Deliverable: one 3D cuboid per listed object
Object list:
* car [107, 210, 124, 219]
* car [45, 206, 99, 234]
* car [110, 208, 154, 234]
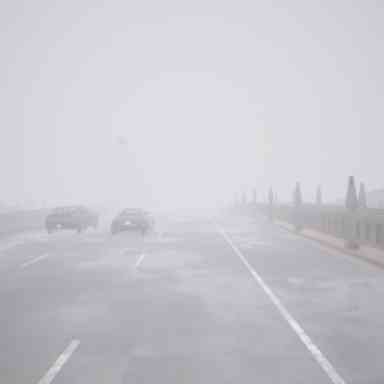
[{"bbox_3d":[-14.038,4.173,61.019,1.895,1.301,4.718,0,-7,1],"label":"car"},{"bbox_3d":[-6.904,1.556,19.670,2.128,1.511,4.902,0,0,0],"label":"car"},{"bbox_3d":[-3.404,1.628,19.648,1.994,1.385,4.181,0,0,0],"label":"car"}]
